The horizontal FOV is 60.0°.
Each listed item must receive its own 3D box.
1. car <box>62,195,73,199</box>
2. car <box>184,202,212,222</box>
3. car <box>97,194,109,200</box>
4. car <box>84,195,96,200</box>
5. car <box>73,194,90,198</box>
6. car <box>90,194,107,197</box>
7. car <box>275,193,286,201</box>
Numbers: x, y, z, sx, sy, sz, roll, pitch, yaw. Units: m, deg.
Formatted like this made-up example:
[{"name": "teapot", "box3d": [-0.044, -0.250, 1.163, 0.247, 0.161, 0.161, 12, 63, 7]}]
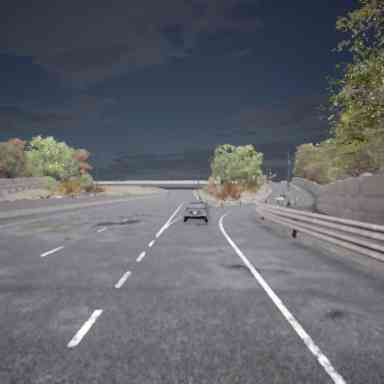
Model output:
[{"name": "car", "box3d": [-28.048, 1.422, 75.549, 1.837, 1.490, 4.892, 0, 0, 0]}, {"name": "car", "box3d": [0.501, 1.518, 25.965, 2.033, 1.411, 5.357, 0, 0, 6]}, {"name": "car", "box3d": [-24.558, 1.419, 91.800, 1.837, 1.490, 4.892, 0, 0, 0]}, {"name": "car", "box3d": [-28.057, 1.514, 91.349, 1.895, 1.301, 4.718, 0, 0, 0]}, {"name": "car", "box3d": [-24.548, 1.277, 75.581, 2.097, 1.767, 4.553, 0, 0, 0]}, {"name": "car", "box3d": [-21.048, 1.422, 75.553, 1.837, 1.490, 4.892, 0, 0, 0]}, {"name": "car", "box3d": [22.783, 1.812, 86.717, 1.895, 1.301, 4.718, 0, 3, 20]}]
